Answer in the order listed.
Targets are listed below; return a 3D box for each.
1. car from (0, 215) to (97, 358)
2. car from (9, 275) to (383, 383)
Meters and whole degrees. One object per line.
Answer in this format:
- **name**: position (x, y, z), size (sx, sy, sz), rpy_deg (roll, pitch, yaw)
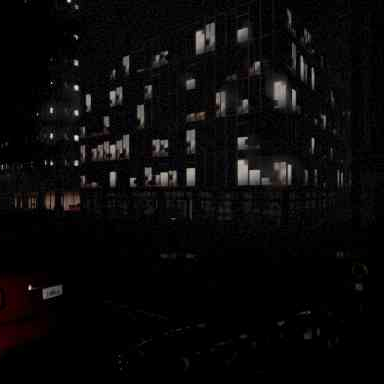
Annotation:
- **car**: position (-3.663, 1.315, 5.493), size (5.009, 1.841, 2.192), rpy_deg (0, 0, 36)
- **car**: position (0.832, 1.566, 2.284), size (4.313, 1.339, 1.947), rpy_deg (0, 0, 36)
